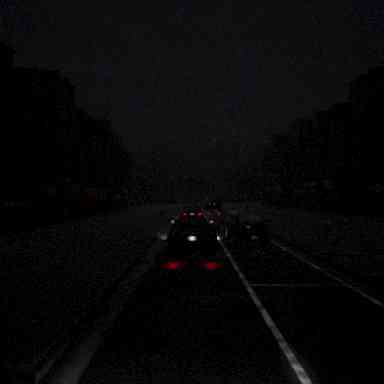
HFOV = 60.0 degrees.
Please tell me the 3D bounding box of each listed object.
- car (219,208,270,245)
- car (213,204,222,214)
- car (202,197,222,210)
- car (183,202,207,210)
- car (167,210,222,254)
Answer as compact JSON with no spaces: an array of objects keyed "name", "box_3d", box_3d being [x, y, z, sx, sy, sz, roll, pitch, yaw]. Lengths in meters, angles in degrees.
[{"name":"car","box_3d":[2.633,1.711,16.271,2.008,1.369,4.403,-1,-1,0]},{"name":"car","box_3d":[2.635,1.759,21.677,1.887,1.381,4.507,-1,-1,0]},{"name":"car","box_3d":[2.999,1.720,47.190,2.150,2.045,5.566,0,-1,0]},{"name":"car","box_3d":[0.012,1.838,28.988,2.033,1.411,5.357,0,-1,0]},{"name":"car","box_3d":[0.009,1.704,14.282,1.994,1.385,4.181,0,-1,0]}]
